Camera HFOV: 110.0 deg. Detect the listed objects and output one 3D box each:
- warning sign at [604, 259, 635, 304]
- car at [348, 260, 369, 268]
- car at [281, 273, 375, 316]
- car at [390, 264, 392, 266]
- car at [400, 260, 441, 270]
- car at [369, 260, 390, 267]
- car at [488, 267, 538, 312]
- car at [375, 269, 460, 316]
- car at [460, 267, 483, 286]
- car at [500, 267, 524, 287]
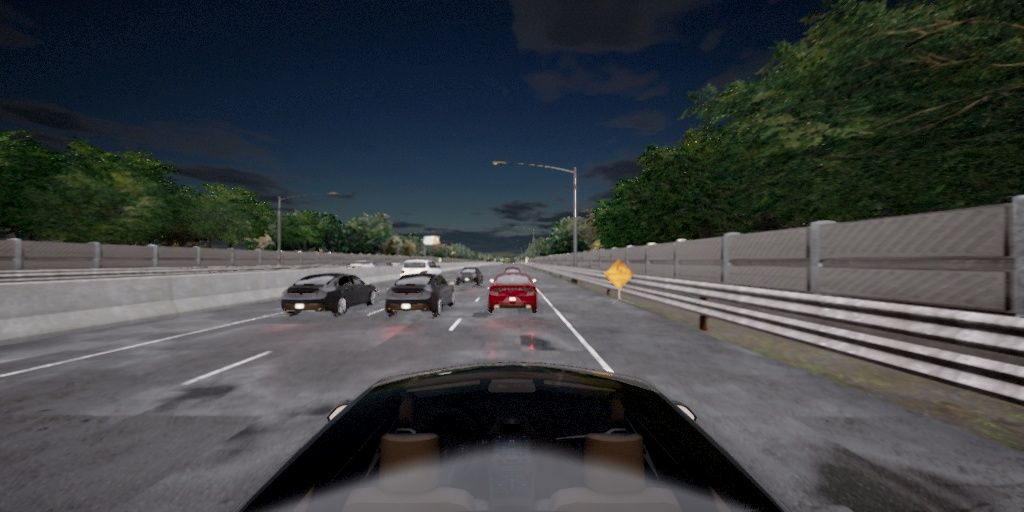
[{"bbox_3d":[4.545,1.050,15.179,1.300,1.860,1.060,0,0,0],"label":"warning sign"},{"bbox_3d":[-24.555,1.713,58.486,2.150,2.045,5.566,0,-1,1],"label":"car"},{"bbox_3d":[-6.962,1.426,14.215,1.837,1.490,4.892,0,0,1],"label":"car"},{"bbox_3d":[-17.571,1.985,58.560,2.128,1.511,4.902,0,-1,1],"label":"car"},{"bbox_3d":[-6.979,1.328,28.126,2.150,2.045,5.566,0,0,0],"label":"car"},{"bbox_3d":[-21.065,1.846,58.634,2.097,1.767,4.553,0,-1,1],"label":"car"},{"bbox_3d":[0.048,1.414,15.362,1.882,1.535,5.008,0,0,1],"label":"car"},{"bbox_3d":[-3.462,1.426,14.213,1.837,1.490,4.892,0,0,1],"label":"car"},{"bbox_3d":[-3.461,1.654,29.940,1.812,1.442,4.674,0,-1,1],"label":"car"},{"bbox_3d":[0.039,1.653,29.866,1.812,1.442,4.674,0,0,1],"label":"car"}]
